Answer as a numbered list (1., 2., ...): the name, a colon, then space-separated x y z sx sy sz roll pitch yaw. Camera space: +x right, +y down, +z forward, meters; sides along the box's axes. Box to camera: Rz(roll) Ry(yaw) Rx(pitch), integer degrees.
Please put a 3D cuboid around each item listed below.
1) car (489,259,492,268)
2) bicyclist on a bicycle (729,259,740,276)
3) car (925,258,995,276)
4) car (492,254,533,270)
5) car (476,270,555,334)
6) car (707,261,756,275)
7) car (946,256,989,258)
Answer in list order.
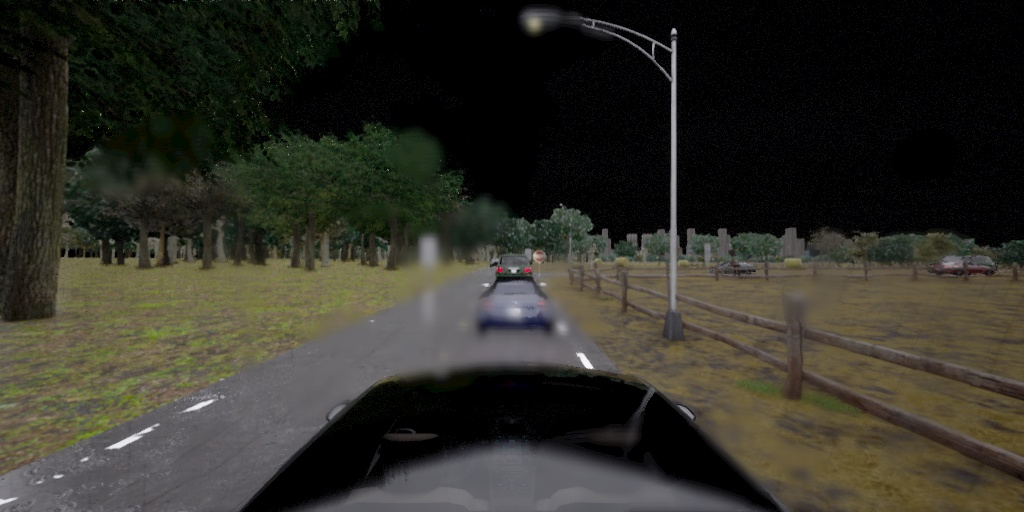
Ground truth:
1. car: -2.805 1.201 61.020 1.837 1.490 4.892 0 0 0
2. bicyclist on a bicycle: 19.915 1.062 32.131 0.582 1.620 1.656 0 0 0
3. car: 44.236 1.215 35.274 4.674 1.442 1.812 0 -2 0
4. car: 0.103 0.909 22.168 2.150 2.045 5.566 0 0 0
5. car: 0.096 1.282 10.462 1.994 1.385 4.181 0 0 0
6. car: 23.269 1.257 38.120 4.674 1.442 1.812 0 -2 0
7. car: 47.543 1.001 38.103 5.566 2.045 2.150 1 -2 0
